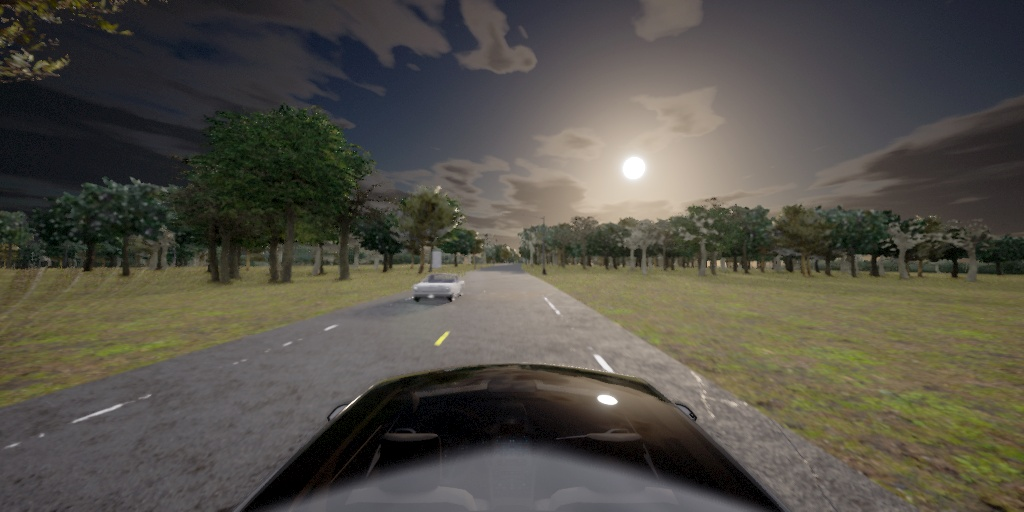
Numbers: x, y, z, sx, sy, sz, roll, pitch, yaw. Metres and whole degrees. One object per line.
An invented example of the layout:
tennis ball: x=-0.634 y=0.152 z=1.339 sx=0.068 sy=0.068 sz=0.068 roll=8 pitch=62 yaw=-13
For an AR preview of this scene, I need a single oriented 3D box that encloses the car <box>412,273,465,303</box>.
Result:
car: x=-3.604 y=1.544 z=18.222 sx=1.895 sy=1.301 sz=4.718 roll=0 pitch=-1 yaw=0
